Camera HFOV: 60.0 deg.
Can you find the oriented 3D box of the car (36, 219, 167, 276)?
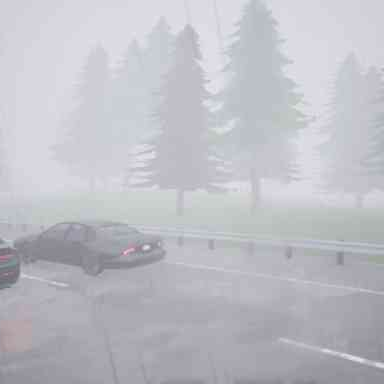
[{"bbox_3d":[-3.338,1.548,10.304,5.357,1.411,2.033,0,0,33],"label":"car"}]

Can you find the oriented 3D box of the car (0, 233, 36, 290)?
[{"bbox_3d":[-6.021,1.513,7.826,4.892,1.490,1.837,0,0,33],"label":"car"}]
